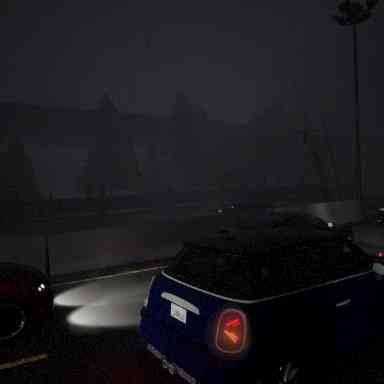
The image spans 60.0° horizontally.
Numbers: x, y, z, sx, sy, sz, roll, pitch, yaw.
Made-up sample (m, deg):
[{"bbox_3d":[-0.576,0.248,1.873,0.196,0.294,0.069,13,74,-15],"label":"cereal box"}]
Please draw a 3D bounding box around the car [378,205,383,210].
[{"bbox_3d":[10.718,0.863,15.840,4.902,1.511,2.128,-4,2,-36],"label":"car"}]

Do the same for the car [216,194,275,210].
[{"bbox_3d":[3.897,0.901,24.112,4.902,1.511,2.128,-4,2,-36],"label":"car"}]

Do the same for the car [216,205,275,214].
[{"bbox_3d":[3.052,1.322,10.289,5.008,1.535,1.882,-3,1,-36],"label":"car"}]

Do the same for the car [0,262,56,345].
[{"bbox_3d":[-4.320,1.565,4.971,4.181,1.385,1.994,0,0,-35],"label":"car"}]

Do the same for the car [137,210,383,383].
[{"bbox_3d":[1.575,1.313,4.902,4.553,1.767,2.097,-1,1,-36],"label":"car"}]
